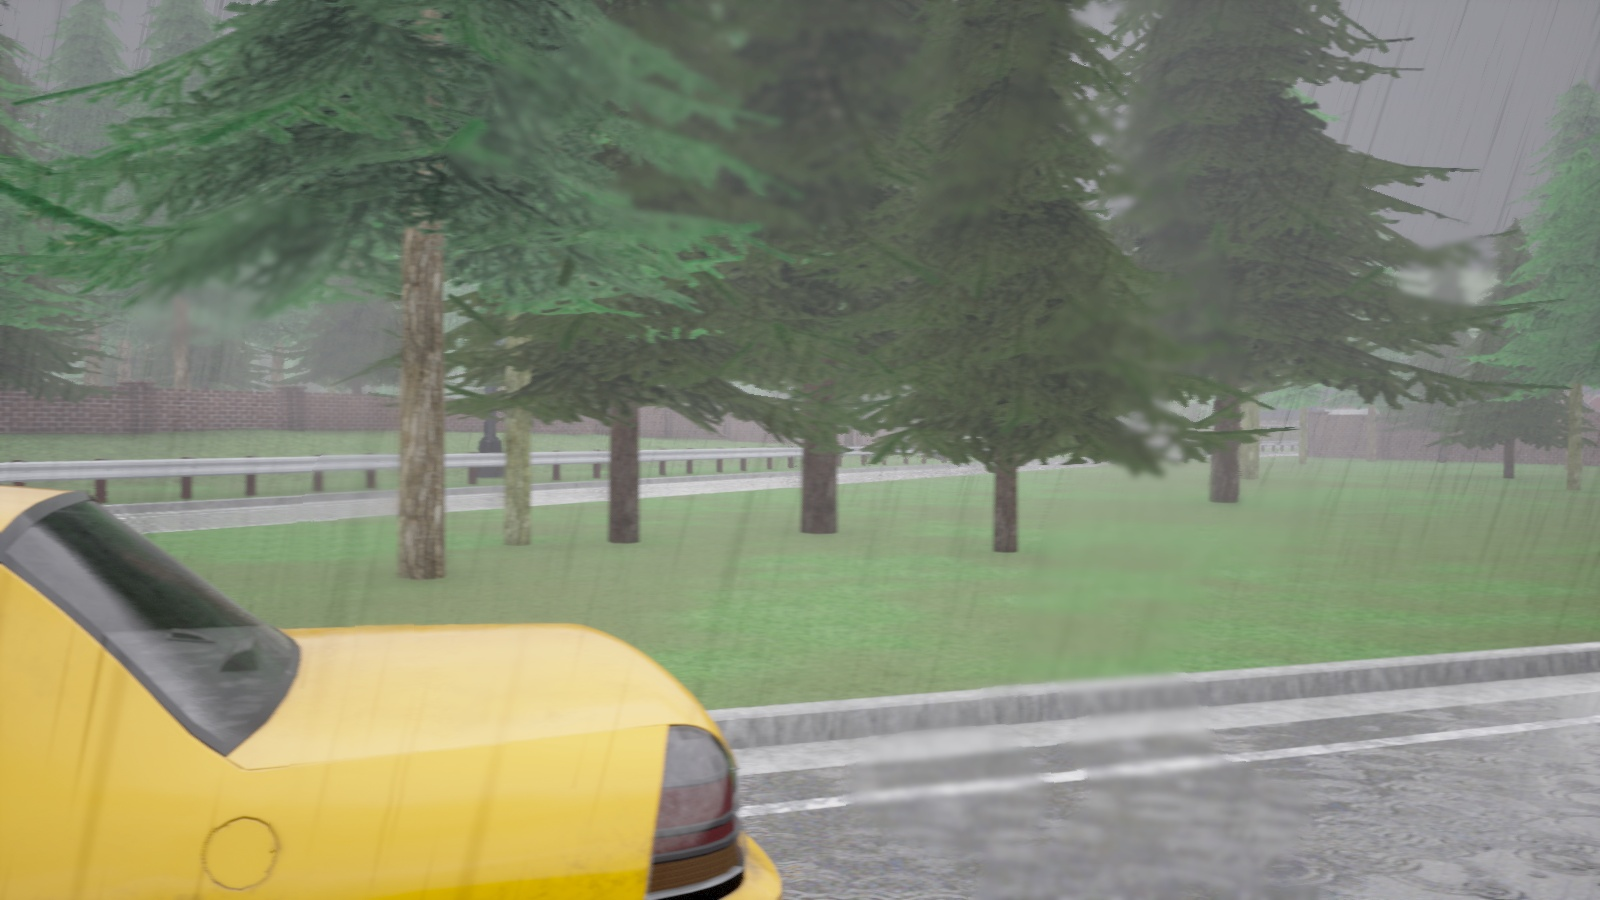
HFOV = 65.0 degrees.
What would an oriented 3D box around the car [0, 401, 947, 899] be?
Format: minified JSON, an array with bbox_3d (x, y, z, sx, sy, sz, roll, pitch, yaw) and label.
[{"bbox_3d":[-2.552,0.733,2.269,5.366,1.575,1.801,-1,1,-21],"label":"car"}]
